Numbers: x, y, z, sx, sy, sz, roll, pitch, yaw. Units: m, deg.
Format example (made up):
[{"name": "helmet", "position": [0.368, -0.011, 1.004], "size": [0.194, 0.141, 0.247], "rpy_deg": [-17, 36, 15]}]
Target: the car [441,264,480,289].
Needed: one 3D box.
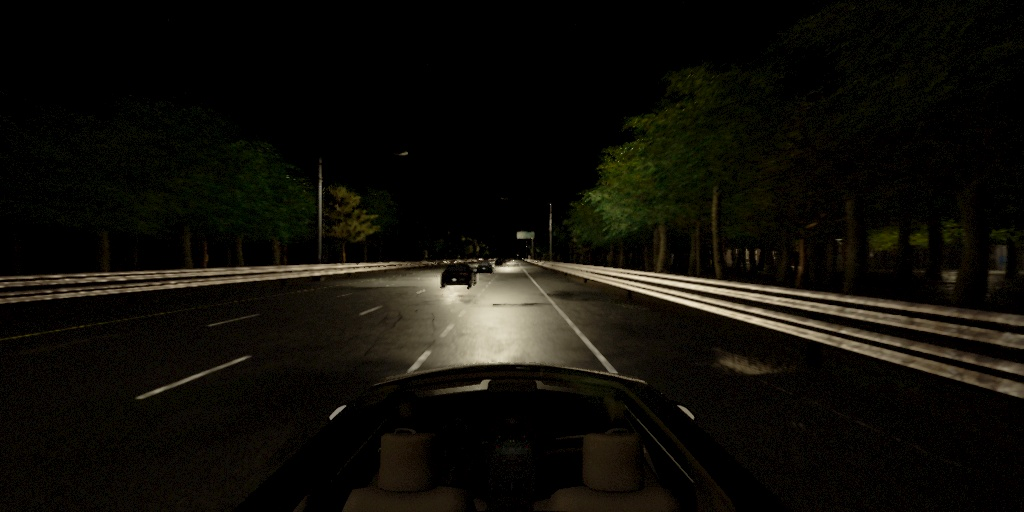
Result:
[{"name": "car", "position": [-3.468, 1.296, 24.019], "size": [1.882, 1.535, 5.008], "rpy_deg": [0, 0, 0]}]

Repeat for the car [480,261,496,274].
[{"name": "car", "position": [-3.386, 1.482, 45.160], "size": [1.994, 1.385, 4.181], "rpy_deg": [0, 0, 0]}]
